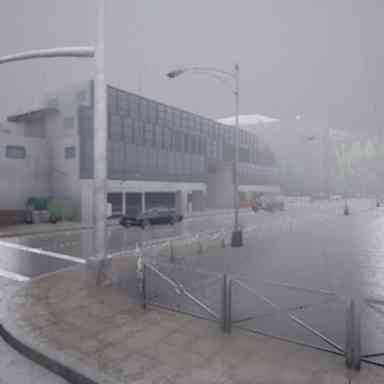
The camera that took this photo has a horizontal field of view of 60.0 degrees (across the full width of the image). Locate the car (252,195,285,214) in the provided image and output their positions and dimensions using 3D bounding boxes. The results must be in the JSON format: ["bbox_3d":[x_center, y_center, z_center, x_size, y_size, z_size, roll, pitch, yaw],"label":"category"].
[{"bbox_3d":[8.986,1.348,38.705,2.150,2.045,5.566,0,0,36],"label":"car"}]

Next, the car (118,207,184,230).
[{"bbox_3d":[-2.661,1.729,22.419,1.895,1.301,4.718,0,0,36],"label":"car"}]
